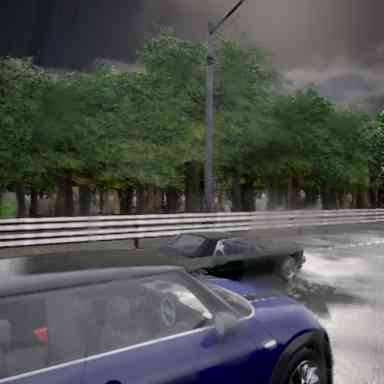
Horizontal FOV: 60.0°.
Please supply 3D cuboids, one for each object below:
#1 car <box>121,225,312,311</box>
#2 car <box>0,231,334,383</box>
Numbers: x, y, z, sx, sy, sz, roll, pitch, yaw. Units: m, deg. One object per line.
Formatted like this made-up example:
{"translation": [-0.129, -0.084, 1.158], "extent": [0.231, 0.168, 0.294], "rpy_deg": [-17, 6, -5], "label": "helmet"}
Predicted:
{"translation": [0.781, 1.669, 8.519], "extent": [4.718, 1.301, 1.895], "rpy_deg": [1, -1, -35], "label": "car"}
{"translation": [-0.644, 1.365, 3.237], "extent": [4.553, 1.767, 2.097], "rpy_deg": [1, -1, -35], "label": "car"}
